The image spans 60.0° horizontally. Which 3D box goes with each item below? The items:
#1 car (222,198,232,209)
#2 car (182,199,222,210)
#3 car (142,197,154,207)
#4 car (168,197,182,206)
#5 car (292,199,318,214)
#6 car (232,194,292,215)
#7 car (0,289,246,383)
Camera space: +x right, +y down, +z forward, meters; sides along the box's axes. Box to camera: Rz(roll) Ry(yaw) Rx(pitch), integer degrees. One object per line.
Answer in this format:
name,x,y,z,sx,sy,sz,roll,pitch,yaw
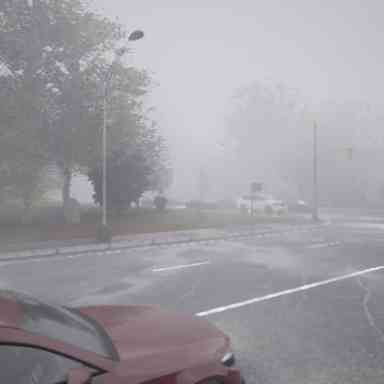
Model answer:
car,5.191,1.543,42.975,2.033,1.411,5.357,0,0,-38
car,1.182,1.598,42.408,1.895,1.301,4.718,0,0,-38
car,-6.179,1.521,51.807,1.812,1.442,4.674,0,0,-38
car,-2.875,1.557,53.260,1.994,1.385,4.181,0,0,-38
car,11.097,1.523,35.420,1.812,1.442,4.674,0,0,-38
car,7.207,1.220,34.727,2.150,2.045,5.566,0,0,-38
car,-1.683,1.525,2.504,4.674,1.442,1.812,0,0,-36
